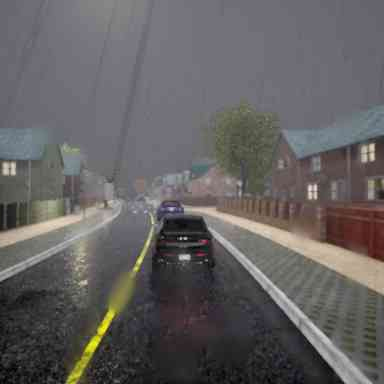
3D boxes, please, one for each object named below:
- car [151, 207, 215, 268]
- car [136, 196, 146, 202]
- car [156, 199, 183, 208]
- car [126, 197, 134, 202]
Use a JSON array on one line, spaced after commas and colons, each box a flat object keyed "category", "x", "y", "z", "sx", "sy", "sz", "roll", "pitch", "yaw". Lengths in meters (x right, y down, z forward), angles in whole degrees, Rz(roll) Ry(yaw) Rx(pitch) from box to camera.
[{"category": "car", "x": -0.320, "y": 1.491, "z": 11.263, "sx": 1.837, "sy": 1.490, "sz": 4.892, "roll": 0, "pitch": 0, "yaw": -3}, {"category": "car", "x": -12.702, "y": 1.819, "z": 83.660, "sx": 1.837, "sy": 1.490, "sz": 4.892, "roll": 0, "pitch": -1, "yaw": -11}, {"category": "car", "x": -1.789, "y": 1.358, "z": 27.058, "sx": 2.097, "sy": 1.767, "sz": 4.553, "roll": 0, "pitch": 0, "yaw": -7}, {"category": "car", "x": -15.905, "y": 1.925, "z": 85.612, "sx": 1.994, "sy": 1.385, "sz": 4.181, "roll": 0, "pitch": -1, "yaw": -11}]
